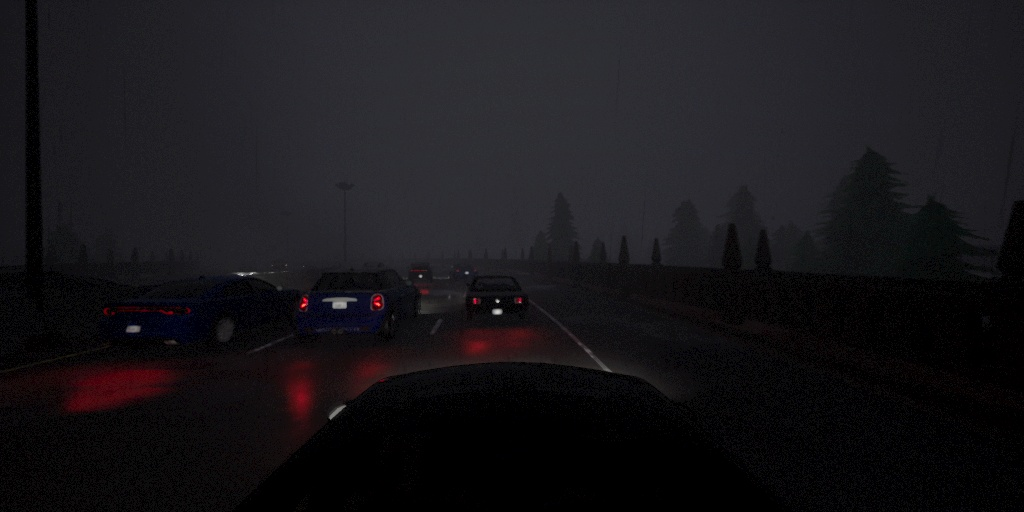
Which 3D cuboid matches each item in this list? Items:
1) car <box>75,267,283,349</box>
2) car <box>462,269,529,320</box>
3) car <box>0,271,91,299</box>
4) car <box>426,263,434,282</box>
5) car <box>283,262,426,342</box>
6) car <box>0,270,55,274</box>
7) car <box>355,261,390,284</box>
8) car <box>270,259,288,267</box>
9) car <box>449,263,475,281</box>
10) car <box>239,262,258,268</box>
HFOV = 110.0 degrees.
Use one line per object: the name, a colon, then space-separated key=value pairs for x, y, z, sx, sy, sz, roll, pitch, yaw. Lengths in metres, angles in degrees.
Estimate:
car: x=-7.374 y=1.233 z=9.287 sx=1.882 sy=1.535 sz=5.008 roll=0 pitch=0 yaw=-4
car: x=-0.662 y=1.326 z=12.609 sx=1.895 sy=1.301 sz=4.718 roll=0 pitch=0 yaw=-6
car: x=-14.849 y=1.343 z=11.631 sx=1.994 sy=1.385 sz=4.181 roll=0 pitch=0 yaw=-7
car: x=-7.330 y=1.231 z=28.556 sx=1.837 sy=1.490 sz=4.892 roll=0 pitch=0 yaw=-15
car: x=-3.936 y=1.094 z=9.984 sx=2.097 sy=1.767 sz=4.553 roll=0 pitch=0 yaw=-4
car: x=-18.553 y=1.296 z=13.182 sx=1.837 sy=1.490 sz=4.892 roll=0 pitch=0 yaw=-8
car: x=-10.926 y=1.236 z=28.445 sx=2.128 sy=1.511 sz=4.902 roll=0 pitch=0 yaw=-16
car: x=-33.203 y=1.247 z=51.123 sx=2.097 sy=1.767 sz=4.553 roll=0 pitch=0 yaw=-34
car: x=-4.023 y=1.274 z=29.618 sx=1.994 sy=1.385 sz=4.181 roll=0 pitch=0 yaw=-15
car: x=-35.333 y=1.510 z=48.100 sx=1.895 sy=1.301 sz=4.718 roll=0 pitch=0 yaw=-33
